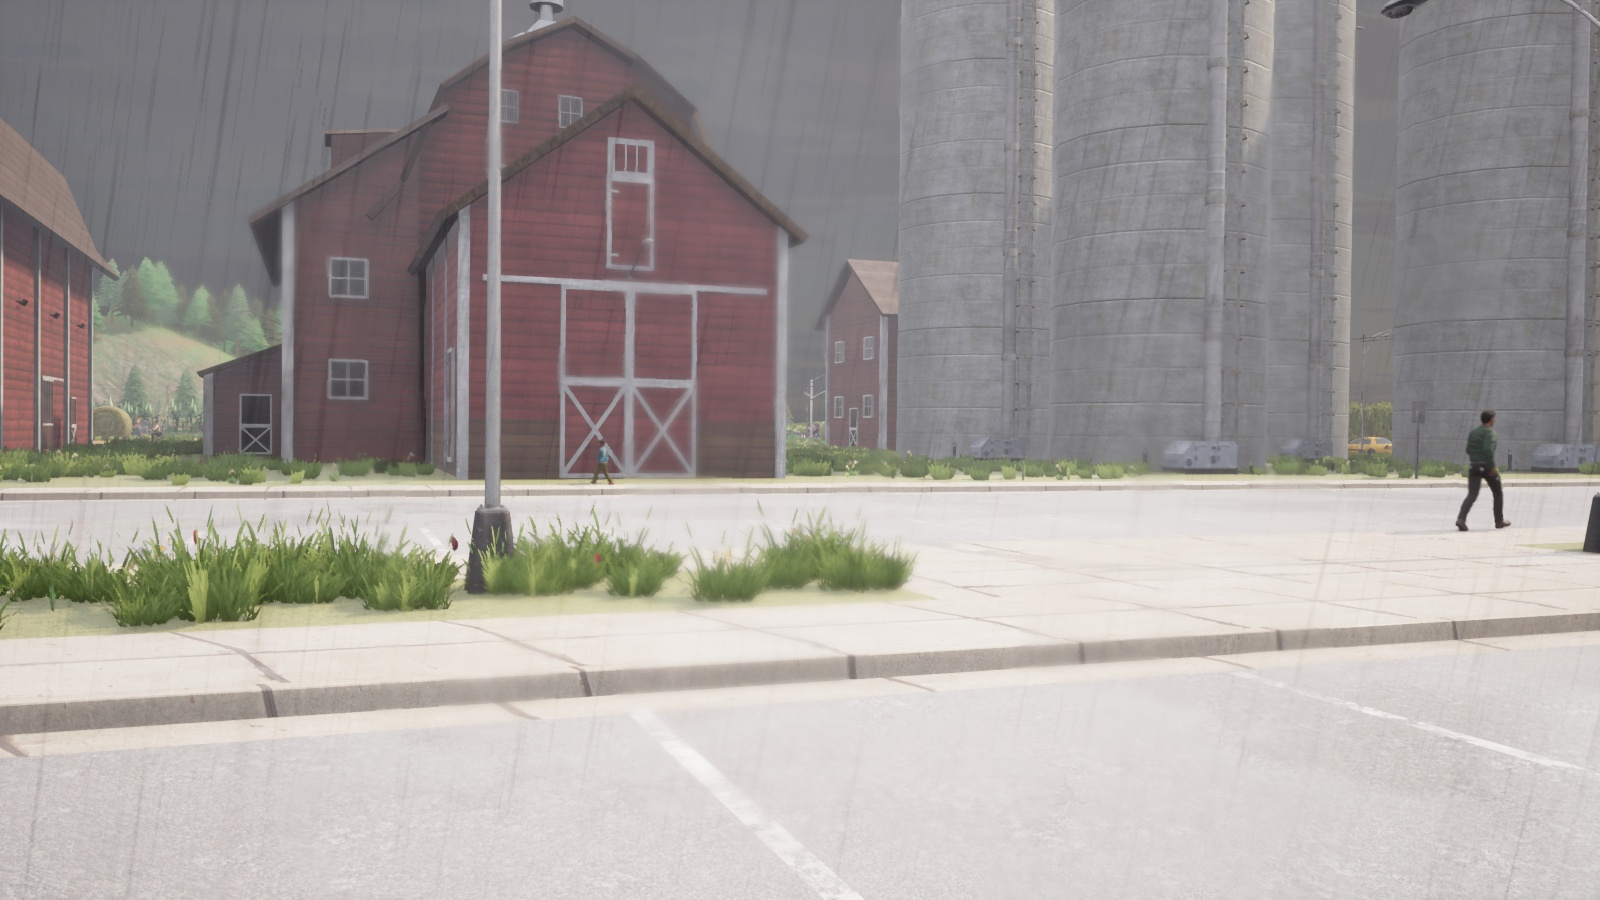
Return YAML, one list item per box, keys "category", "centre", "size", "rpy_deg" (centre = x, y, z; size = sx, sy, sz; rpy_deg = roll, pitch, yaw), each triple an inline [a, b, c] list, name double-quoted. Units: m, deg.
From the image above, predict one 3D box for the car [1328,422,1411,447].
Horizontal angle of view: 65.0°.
- category: "car"
  centre: [37.977, -1.038, 83.902]
  size: [1.801, 1.575, 5.366]
  rpy_deg: [-1, 1, -20]

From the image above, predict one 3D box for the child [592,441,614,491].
- category: "child"
  centre: [-4.765, 0.391, 30.375]
  size: [0.448, 1.192, 0.343]
  rpy_deg: [-1, 1, -21]

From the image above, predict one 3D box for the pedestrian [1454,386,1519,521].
- category: "pedestrian"
  centre: [10.133, 0.042, 18.546]
  size: [0.788, 1.949, 0.423]
  rpy_deg: [-1, 1, -20]
